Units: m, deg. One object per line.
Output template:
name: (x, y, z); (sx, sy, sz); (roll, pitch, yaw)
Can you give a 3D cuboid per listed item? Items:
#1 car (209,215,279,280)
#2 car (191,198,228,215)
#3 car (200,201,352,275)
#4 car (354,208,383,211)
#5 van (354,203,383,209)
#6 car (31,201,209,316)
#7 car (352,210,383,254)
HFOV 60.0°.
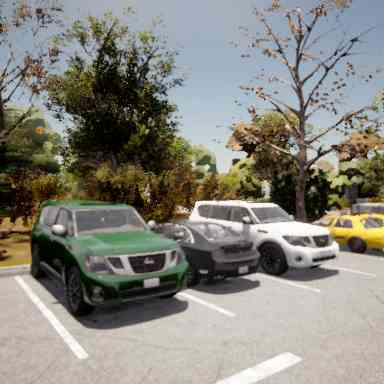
car: (-0.220, 1.557, 9.740); (2.231, 1.521, 4.892); (1, -1, -36)
car: (2.304, 1.967, 46.275); (2.150, 2.045, 5.566); (0, 1, -36)
car: (2.044, 1.346, 11.381); (2.435, 2.045, 5.566); (1, -1, -36)
car: (8.679, 1.775, 16.490); (1.946, 1.575, 5.366); (2, -1, -36)
van: (11.117, 1.625, 17.897); (1.878, 1.987, 4.442); (2, -1, -36)
car: (-2.353, 1.269, 8.140); (2.435, 2.045, 5.566); (1, -1, -36)
car: (6.530, 1.711, 14.922); (1.946, 1.575, 5.366); (1, -1, -36)
